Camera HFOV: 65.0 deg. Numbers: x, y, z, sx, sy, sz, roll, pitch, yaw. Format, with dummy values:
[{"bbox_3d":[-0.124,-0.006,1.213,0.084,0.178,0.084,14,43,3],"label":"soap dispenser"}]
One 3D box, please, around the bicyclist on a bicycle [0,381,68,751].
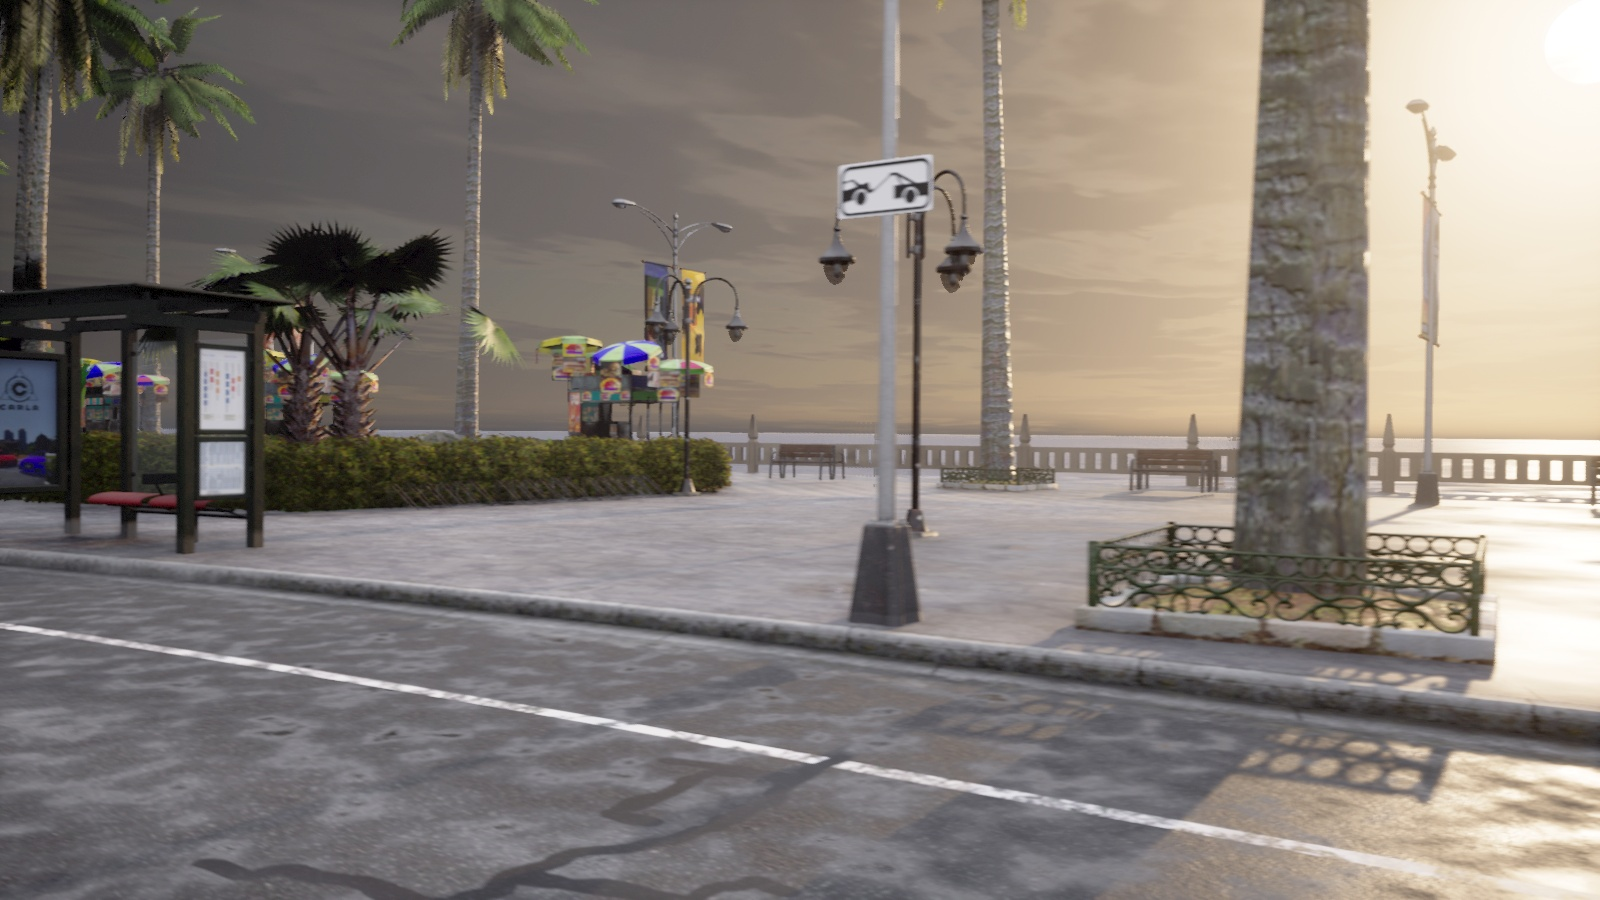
[{"bbox_3d":[-4.654,0.556,6.483,1.843,1.776,0.659,0,1,30],"label":"bicyclist on a bicycle"}]
